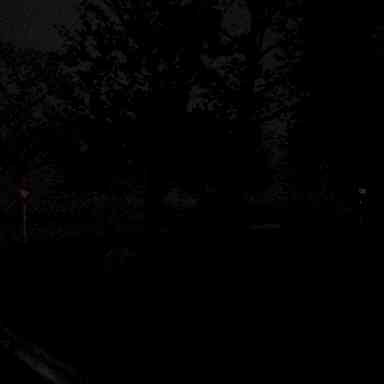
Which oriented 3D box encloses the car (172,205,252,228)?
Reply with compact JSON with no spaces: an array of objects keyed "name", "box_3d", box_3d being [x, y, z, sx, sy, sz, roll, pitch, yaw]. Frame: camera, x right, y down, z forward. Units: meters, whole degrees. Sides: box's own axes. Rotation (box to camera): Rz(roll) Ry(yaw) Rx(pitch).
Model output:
[{"name":"car","box_3d":[1.285,1.535,20.773,5.008,1.535,1.882,0,0,-17]}]
